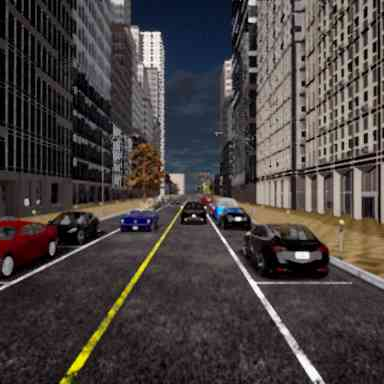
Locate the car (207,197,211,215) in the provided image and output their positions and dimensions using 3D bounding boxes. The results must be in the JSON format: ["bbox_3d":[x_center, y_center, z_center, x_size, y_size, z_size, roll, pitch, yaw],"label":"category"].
[{"bbox_3d":[2.734,1.532,32.987,1.967,1.590,4.097,0,0,0],"label":"car"}]

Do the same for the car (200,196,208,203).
[{"bbox_3d":[2.791,1.705,78.693,1.752,1.417,4.829,0,0,0],"label":"car"}]

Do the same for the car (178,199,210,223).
[{"bbox_3d":[0.132,1.552,25.964,1.882,1.535,5.008,0,0,0],"label":"car"}]

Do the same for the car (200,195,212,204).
[{"bbox_3d":[2.778,1.476,67.140,2.192,1.841,5.009,0,0,0],"label":"car"}]

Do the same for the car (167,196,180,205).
[{"bbox_3d":[-2.957,1.698,61.324,2.033,1.411,5.357,0,0,1],"label":"car"}]

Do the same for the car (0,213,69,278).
[{"bbox_3d":[-5.675,1.576,10.236,1.887,1.381,4.507,0,0,0],"label":"car"}]

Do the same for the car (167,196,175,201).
[{"bbox_3d":[-5.575,1.778,89.930,1.802,1.307,4.206,0,0,0],"label":"car"}]

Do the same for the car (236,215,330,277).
[{"bbox_3d":[2.705,1.597,10.217,1.947,1.339,4.313,0,0,0],"label":"car"}]

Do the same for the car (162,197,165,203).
[{"bbox_3d":[-5.625,1.680,50.085,2.008,1.369,4.403,0,0,0],"label":"car"}]

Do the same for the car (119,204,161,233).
[{"bbox_3d":[-3.075,1.661,20.272,1.895,1.301,4.718,0,0,0],"label":"car"}]

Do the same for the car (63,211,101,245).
[{"bbox_3d":[-5.668,1.614,15.929,1.947,1.339,4.313,0,0,0],"label":"car"}]

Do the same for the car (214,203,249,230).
[{"bbox_3d":[2.720,1.629,21.601,1.947,1.339,4.313,0,0,0],"label":"car"}]

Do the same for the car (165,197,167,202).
[{"bbox_3d":[-5.597,1.722,72.854,2.008,1.369,4.403,0,0,0],"label":"car"}]

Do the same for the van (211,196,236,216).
[{"bbox_3d":[2.727,1.419,27.296,1.690,1.788,3.998,0,0,0],"label":"van"}]

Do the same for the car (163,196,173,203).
[{"bbox_3d":[-5.590,1.746,78.547,1.947,1.339,4.313,0,0,0],"label":"car"}]

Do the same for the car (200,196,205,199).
[{"bbox_3d":[0.153,1.617,42.814,2.163,1.488,4.792,0,0,0],"label":"car"}]

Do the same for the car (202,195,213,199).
[{"bbox_3d":[2.764,1.455,55.756,2.192,1.841,5.009,0,0,0],"label":"car"}]

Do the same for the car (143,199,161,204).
[{"bbox_3d":[-5.633,1.642,44.222,1.752,1.417,4.829,0,0,0],"label":"car"}]
